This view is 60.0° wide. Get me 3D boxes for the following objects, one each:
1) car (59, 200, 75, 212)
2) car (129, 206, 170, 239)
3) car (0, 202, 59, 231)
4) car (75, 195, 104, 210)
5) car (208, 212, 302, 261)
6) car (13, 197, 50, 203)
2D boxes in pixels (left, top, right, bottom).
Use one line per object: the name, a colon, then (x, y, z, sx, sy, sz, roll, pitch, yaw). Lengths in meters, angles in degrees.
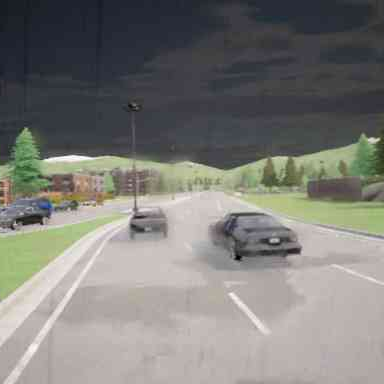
car: (-16.641, 1.868, 44.323, 1.837, 1.490, 4.892, -2, 0, 4)
car: (-2.226, 1.479, 17.570, 2.128, 1.511, 4.902, -2, 0, -5)
car: (-11.717, 1.750, 22.832, 2.128, 1.511, 4.902, -2, 0, 11)
car: (-13.166, 1.175, 44.125, 2.097, 1.767, 4.553, -2, 0, 4)
car: (1.946, 1.430, 11.938, 2.033, 1.411, 5.357, -2, 0, -9)
car: (-14.369, 1.536, 29.049, 2.150, 2.045, 5.566, -2, 0, 6)
